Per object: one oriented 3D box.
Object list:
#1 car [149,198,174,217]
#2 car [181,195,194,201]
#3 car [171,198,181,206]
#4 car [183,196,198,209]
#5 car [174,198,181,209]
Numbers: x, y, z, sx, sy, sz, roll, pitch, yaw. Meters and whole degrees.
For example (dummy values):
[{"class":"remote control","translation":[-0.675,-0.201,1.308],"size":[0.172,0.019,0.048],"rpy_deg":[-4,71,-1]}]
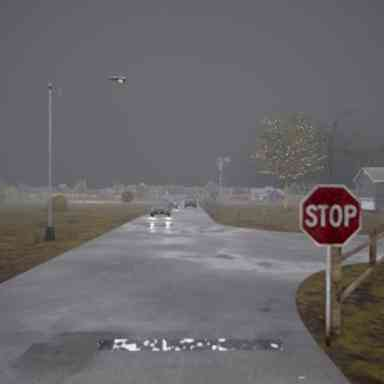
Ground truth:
[{"class":"car","translation":[-3.044,1.613,32.991],"size":[1.837,1.490,4.892],"rpy_deg":[0,0,0]},{"class":"car","translation":[-0.362,1.596,61.635],"size":[2.150,2.045,5.566],"rpy_deg":[0,-1,0]},{"class":"car","translation":[-3.151,1.961,65.546],"size":[1.837,1.490,4.892],"rpy_deg":[0,-1,0]},{"class":"car","translation":[-0.213,1.771,51.260],"size":[1.837,1.490,4.892],"rpy_deg":[0,-1,0]},{"class":"car","translation":[-3.134,1.596,48.668],"size":[2.097,1.767,4.553],"rpy_deg":[0,-1,0]}]
